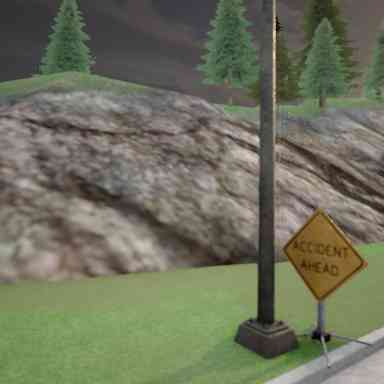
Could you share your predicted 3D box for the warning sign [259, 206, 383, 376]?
[{"bbox_3d":[1.788,1.153,4.592,1.060,1.860,1.300,1,0,-36],"label":"warning sign"}]
